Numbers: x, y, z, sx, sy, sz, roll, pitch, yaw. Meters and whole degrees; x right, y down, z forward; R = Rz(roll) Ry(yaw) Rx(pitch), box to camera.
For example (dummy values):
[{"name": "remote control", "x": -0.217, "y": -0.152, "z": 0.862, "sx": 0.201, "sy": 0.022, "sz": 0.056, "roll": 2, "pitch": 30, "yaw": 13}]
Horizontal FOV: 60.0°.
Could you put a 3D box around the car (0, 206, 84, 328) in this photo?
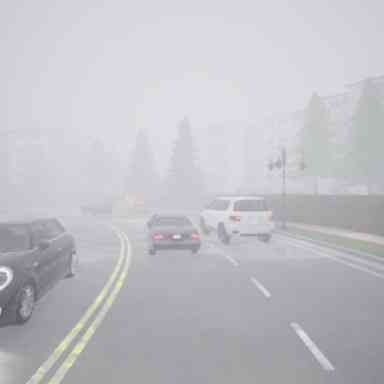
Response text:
[{"name": "car", "x": -3.959, "y": 1.354, "z": 6.986, "sx": 2.097, "sy": 1.767, "sz": 4.553, "roll": 0, "pitch": 0, "yaw": -5}]

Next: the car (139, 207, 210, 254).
[{"name": "car", "x": -0.963, "y": 1.551, "z": 13.625, "sx": 2.033, "sy": 1.411, "sz": 5.357, "roll": 0, "pitch": 0, "yaw": -10}]

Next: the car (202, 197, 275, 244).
[{"name": "car", "x": 1.982, "y": 1.228, "z": 16.150, "sx": 2.150, "sy": 2.045, "sz": 5.566, "roll": 0, "pitch": 0, "yaw": -13}]

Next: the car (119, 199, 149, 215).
[{"name": "car", "x": -6.119, "y": 1.487, "z": 33.637, "sx": 1.882, "sy": 1.535, "sz": 5.008, "roll": 0, "pitch": 0, "yaw": -35}]

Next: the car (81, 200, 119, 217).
[{"name": "car", "x": -9.288, "y": 1.501, "z": 32.094, "sx": 2.128, "sy": 1.511, "sz": 4.902, "roll": 0, "pitch": 0, "yaw": -36}]

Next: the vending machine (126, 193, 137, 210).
[{"name": "vending machine", "x": -7.616, "y": 1.207, "z": 41.729, "sx": 1.100, "sy": 2.100, "sz": 0.880, "roll": 0, "pitch": 0, "yaw": -44}]
